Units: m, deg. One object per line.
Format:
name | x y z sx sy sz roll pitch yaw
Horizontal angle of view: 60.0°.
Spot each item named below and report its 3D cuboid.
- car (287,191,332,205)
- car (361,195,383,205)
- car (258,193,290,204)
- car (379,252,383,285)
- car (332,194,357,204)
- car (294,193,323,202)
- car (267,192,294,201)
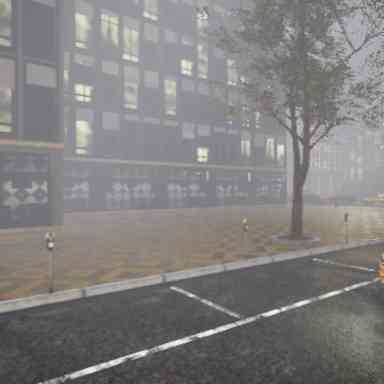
car | 15.297 0.763 44.119 2.192 1.841 5.009 1 0 -36
car | 25.337 1.034 44.729 1.752 1.417 4.829 1 1 -36
car | 11.975 0.909 48.657 1.947 1.339 4.313 1 0 -36
car | 6.406 1.457 7.942 5.008 1.535 1.882 0 0 -35
car | 22.051 0.972 49.073 1.947 1.339 4.313 1 1 -36
car | 18.734 0.883 53.609 1.802 1.307 4.206 1 1 -36
car | 15.417 0.761 58.146 1.947 1.339 4.313 1 1 -36
